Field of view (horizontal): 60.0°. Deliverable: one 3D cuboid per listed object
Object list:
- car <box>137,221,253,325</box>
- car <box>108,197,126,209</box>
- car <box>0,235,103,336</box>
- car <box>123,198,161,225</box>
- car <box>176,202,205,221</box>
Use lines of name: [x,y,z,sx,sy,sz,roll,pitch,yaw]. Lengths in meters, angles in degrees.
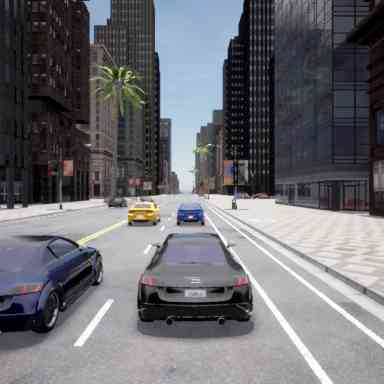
car: [0.036,1.563,7.230,1.994,1.385,4.181,0,0,0]
car: [-10.238,1.480,46.116,1.882,1.535,5.008,0,0,0]
car: [-3.210,1.563,6.778,1.994,1.385,4.181,0,0,0]
car: [-3.361,1.477,24.008,1.882,1.535,5.008,0,0,0]
car: [-0.110,1.477,24.034,1.882,1.535,5.008,0,0,-1]
